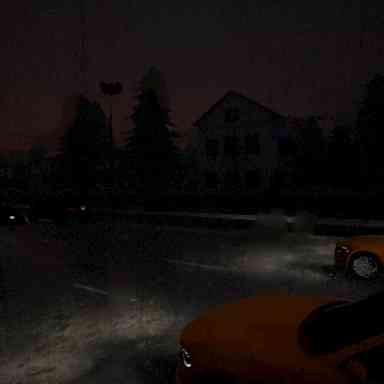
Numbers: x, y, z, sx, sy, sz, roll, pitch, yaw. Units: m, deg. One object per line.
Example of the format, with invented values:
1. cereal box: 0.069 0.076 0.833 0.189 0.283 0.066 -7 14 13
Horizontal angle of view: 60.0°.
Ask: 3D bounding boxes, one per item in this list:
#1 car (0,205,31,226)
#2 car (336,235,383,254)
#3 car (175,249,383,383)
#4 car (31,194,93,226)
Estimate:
1. car: -12.723 1.531 21.665 4.181 1.385 1.994 0 0 36
2. car: 6.202 1.478 8.165 5.008 1.535 1.882 0 0 35
3. car: 2.137 1.478 2.467 5.008 1.535 1.882 0 0 35
4. car: -9.405 1.191 23.598 5.566 2.045 2.150 0 0 35
